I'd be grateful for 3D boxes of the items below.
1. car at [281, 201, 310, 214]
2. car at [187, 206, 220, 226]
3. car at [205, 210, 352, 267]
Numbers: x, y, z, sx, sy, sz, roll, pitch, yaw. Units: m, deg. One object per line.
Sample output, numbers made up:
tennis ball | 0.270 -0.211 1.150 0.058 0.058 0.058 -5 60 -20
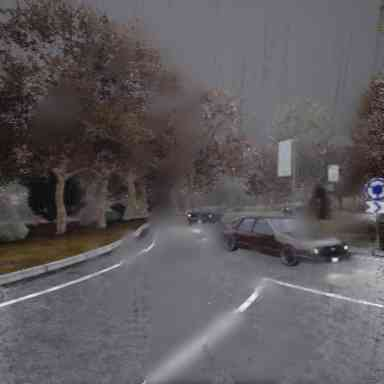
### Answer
car | 12.041 1.729 36.257 4.892 1.490 1.837 1 -1 -15
car | 1.042 1.681 24.213 1.895 1.301 4.718 0 0 14
car | 2.893 1.604 12.119 2.033 1.411 5.357 1 0 -30
